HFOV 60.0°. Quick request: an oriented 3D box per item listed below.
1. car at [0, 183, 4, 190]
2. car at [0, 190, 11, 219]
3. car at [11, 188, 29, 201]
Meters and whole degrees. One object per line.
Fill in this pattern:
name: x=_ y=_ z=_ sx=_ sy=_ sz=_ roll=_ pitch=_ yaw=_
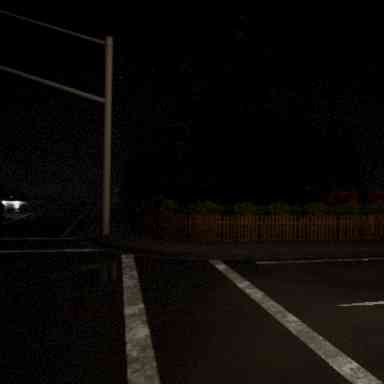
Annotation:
car: x=-17.936 y=0.199 z=28.599 sx=2.150 sy=2.045 sz=5.566 roll=1 pitch=1 yaw=-13
car: x=-11.558 y=0.831 z=17.732 sx=1.882 sy=1.535 sz=5.008 roll=1 pitch=1 yaw=-14
car: x=-20.196 y=0.287 z=38.333 sx=1.994 sy=1.385 sz=4.181 roll=1 pitch=1 yaw=-13
